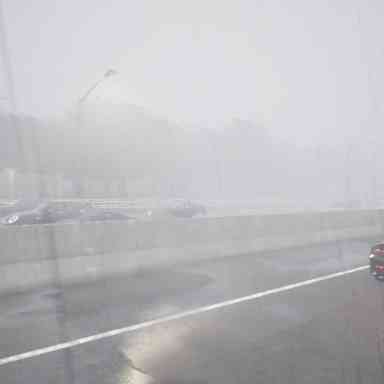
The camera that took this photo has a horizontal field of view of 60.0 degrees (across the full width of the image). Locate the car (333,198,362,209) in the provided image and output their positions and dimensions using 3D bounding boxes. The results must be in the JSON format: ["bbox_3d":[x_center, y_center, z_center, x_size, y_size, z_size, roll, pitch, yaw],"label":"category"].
[{"bbox_3d":[21.586,1.558,46.046,5.008,1.535,1.882,0,0,-36],"label":"car"}]

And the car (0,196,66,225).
[{"bbox_3d":[-10.995,1.148,22.068,4.553,1.767,2.097,1,0,-37],"label":"car"}]

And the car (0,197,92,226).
[{"bbox_3d":[-6.843,1.214,16.433,4.553,1.767,2.097,1,0,-37],"label":"car"}]

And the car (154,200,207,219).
[{"bbox_3d":[-1.074,1.393,25.070,4.902,1.511,2.128,1,0,-36],"label":"car"}]

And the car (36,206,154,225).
[{"bbox_3d":[-4.062,1.466,14.142,4.181,1.385,1.994,1,0,-37],"label":"car"}]

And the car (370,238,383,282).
[{"bbox_3d":[6.456,1.547,8.624,4.892,1.490,1.837,1,0,-37],"label":"car"}]
